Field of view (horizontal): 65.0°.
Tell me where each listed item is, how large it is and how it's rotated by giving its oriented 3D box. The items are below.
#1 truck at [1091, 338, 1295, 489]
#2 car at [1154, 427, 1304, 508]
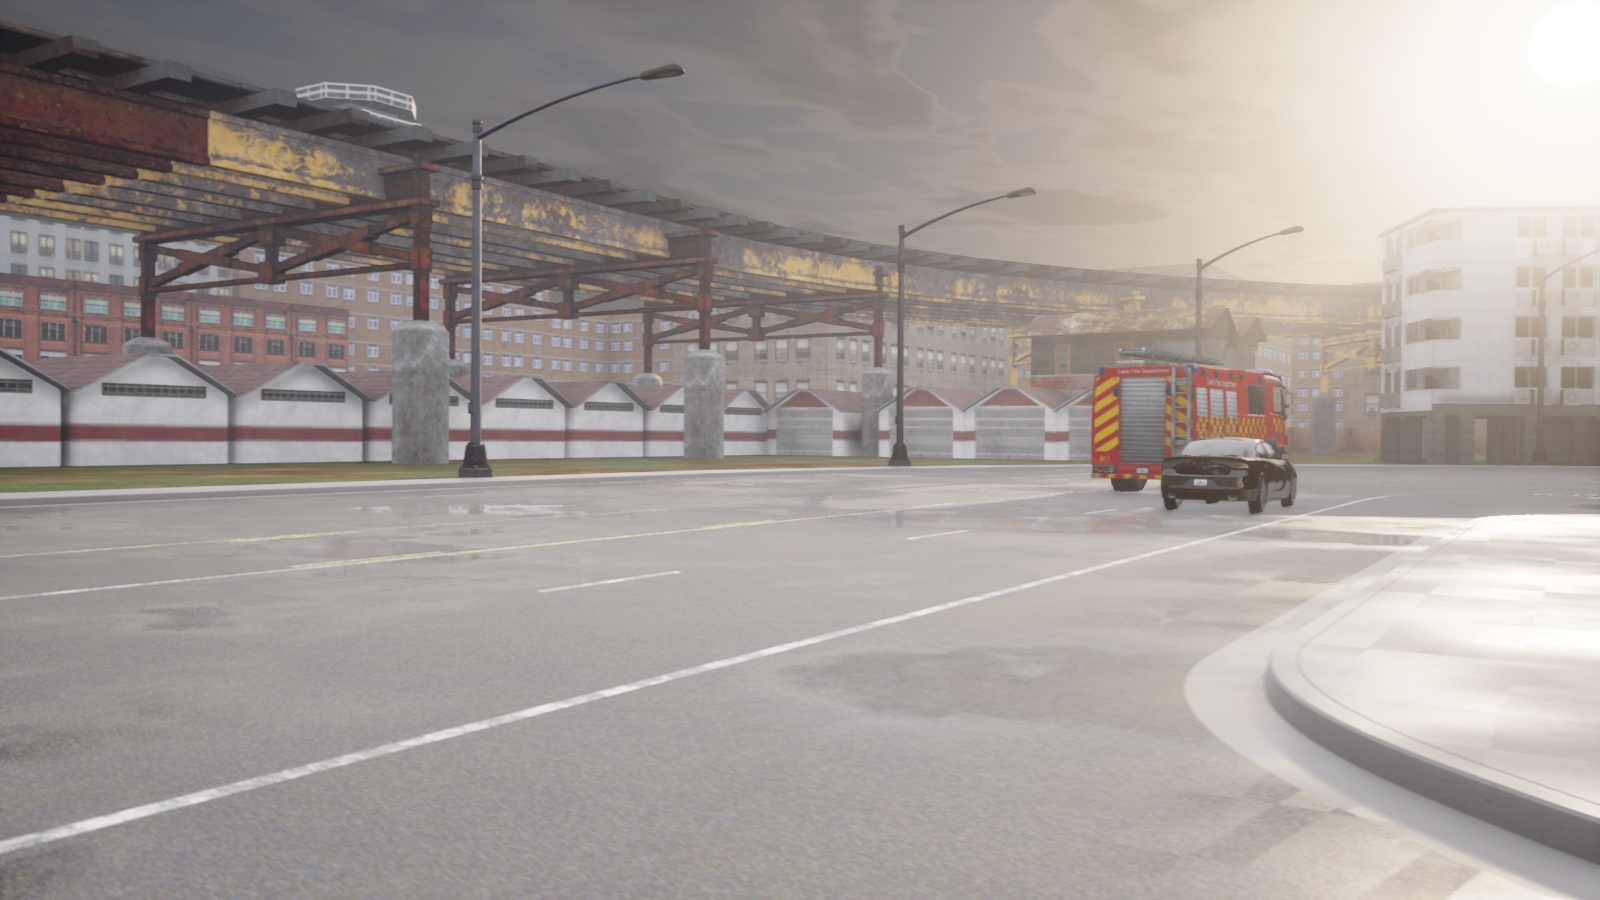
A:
[{"bbox_3d":[11.485,-0.991,36.041,2.891,3.827,8.468,0,1,37],"label":"truck"},{"bbox_3d":[9.139,0.293,26.466,1.882,1.535,5.008,0,1,32],"label":"car"}]
